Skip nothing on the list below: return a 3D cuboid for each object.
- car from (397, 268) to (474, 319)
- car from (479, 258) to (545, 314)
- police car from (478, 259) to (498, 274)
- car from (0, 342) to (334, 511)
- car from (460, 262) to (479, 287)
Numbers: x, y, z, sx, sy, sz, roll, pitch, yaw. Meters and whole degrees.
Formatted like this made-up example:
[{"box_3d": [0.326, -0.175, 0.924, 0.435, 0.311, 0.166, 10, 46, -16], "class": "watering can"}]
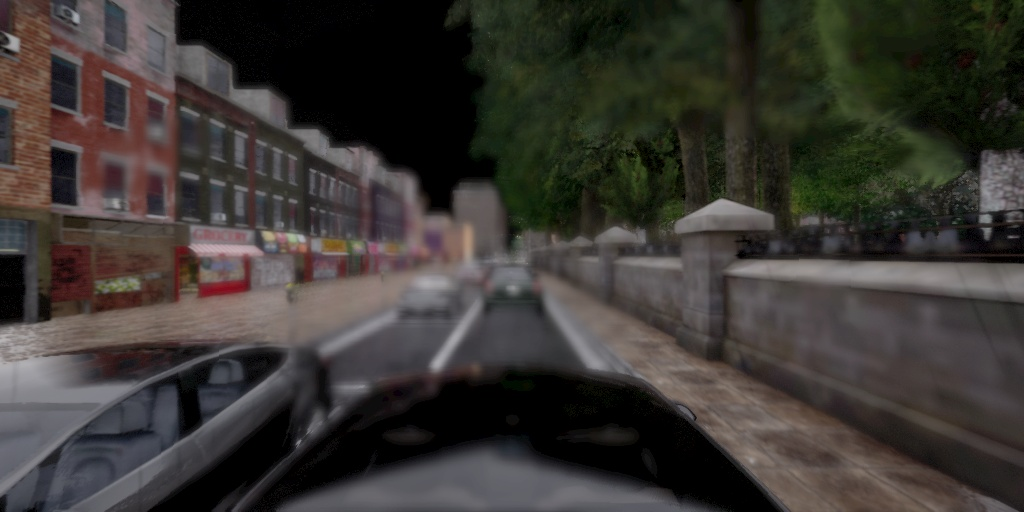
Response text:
[{"box_3d": [-2.649, 1.295, 12.523, 2.007, 1.370, 4.403, 0, 0, 0], "class": "car"}, {"box_3d": [0.068, 1.095, 13.806, 2.097, 1.767, 4.553, 0, 0, 0], "class": "car"}, {"box_3d": [-2.742, 1.157, 41.364, 1.930, 1.638, 5.238, 0, 0, 0], "class": "police car"}, {"box_3d": [-2.654, 1.316, 1.983, 1.948, 1.339, 4.313, 0, 0, 0], "class": "car"}, {"box_3d": [-2.644, 1.180, 23.063, 1.967, 1.591, 4.097, 0, 0, 0], "class": "car"}]
